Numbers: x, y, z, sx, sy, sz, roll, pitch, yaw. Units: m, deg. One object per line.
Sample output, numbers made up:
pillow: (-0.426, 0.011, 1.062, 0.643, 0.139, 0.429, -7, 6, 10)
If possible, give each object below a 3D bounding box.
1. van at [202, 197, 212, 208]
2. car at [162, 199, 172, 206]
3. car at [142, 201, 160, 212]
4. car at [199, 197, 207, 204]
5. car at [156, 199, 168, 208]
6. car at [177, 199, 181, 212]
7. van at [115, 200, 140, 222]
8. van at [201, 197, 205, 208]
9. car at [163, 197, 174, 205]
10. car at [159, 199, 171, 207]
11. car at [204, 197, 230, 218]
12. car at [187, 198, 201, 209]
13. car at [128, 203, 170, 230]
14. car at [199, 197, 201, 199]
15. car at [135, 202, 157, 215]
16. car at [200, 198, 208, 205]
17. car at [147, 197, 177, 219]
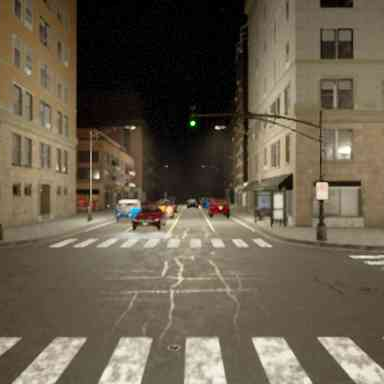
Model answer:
van: (2.702, 1.878, 60.849, 1.690, 1.788, 3.998, 0, 0, 0)
car: (-5.371, 2.196, 71.660, 1.947, 1.339, 4.313, 0, 0, 0)
car: (-5.388, 1.939, 44.630, 1.887, 1.381, 4.507, 0, -1, 0)
car: (2.690, 2.165, 82.471, 1.967, 1.590, 4.097, 0, -1, 0)
car: (-5.378, 2.060, 60.679, 1.752, 1.417, 4.829, 0, 0, 0)
car: (-2.824, 1.928, 43.028, 2.033, 1.411, 5.357, 0, -1, 0)
van: (-5.398, 1.593, 28.414, 1.690, 1.788, 3.998, 0, -1, 0)
van: (2.707, 1.783, 50.036, 1.690, 1.788, 3.998, 0, -1, 0)
car: (-5.367, 1.993, 77.068, 2.192, 1.841, 5.009, 0, -1, 0)
car: (-5.374, 2.134, 66.254, 2.008, 1.369, 4.403, 0, 0, 0)
car: (2.716, 1.615, 33.818, 2.192, 1.841, 5.009, 0, -1, 0)
car: (0.124, 2.079, 54.139, 1.895, 1.301, 4.718, 0, -1, 0)
car: (-2.840, 1.729, 22.905, 1.812, 1.442, 4.674, 0, -1, 2)
car: (2.705, 1.804, 55.443, 2.192, 1.841, 5.009, 0, 0, 0)
car: (-5.391, 1.913, 39.224, 1.947, 1.339, 4.313, 0, -1, 0)
car: (2.693, 2.205, 77.235, 1.752, 1.417, 4.829, 0, -1, 0)
car: (-2.838, 1.642, 32.686, 2.097, 1.767, 4.553, 0, -1, 0)
